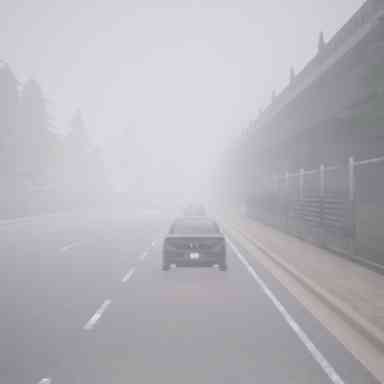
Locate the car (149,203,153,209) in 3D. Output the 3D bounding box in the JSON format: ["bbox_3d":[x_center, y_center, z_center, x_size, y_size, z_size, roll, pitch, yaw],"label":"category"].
[{"bbox_3d":[-4.534,1.857,49.697,1.994,1.385,4.181,0,0,33],"label":"car"}]

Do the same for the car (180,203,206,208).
[{"bbox_3d":[0.338,1.747,31.109,1.994,1.385,4.181,0,0,4],"label":"car"}]

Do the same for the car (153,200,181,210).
[{"bbox_3d":[-2.847,1.871,45.898,1.895,1.301,4.718,0,0,29],"label":"car"}]

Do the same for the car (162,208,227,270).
[{"bbox_3d":[0.078,1.545,11.311,1.882,1.535,5.008,0,0,0],"label":"car"}]
